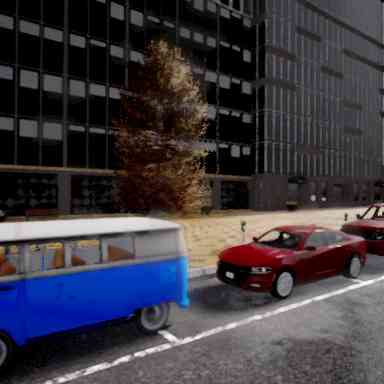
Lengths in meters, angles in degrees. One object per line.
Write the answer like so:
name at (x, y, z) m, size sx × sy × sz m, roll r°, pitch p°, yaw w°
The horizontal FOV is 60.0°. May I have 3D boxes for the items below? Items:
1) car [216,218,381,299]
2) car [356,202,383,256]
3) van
car at (2.644, 1.534, 8.440) m, size 4.507 × 1.381 × 1.887 m, roll 0°, pitch 1°, yaw -36°
car at (7.241, 1.295, 11.718) m, size 5.009 × 1.841 × 2.192 m, roll 0°, pitch 1°, yaw -36°
van at (-1.951, 1.339, 5.157) m, size 3.998 × 1.788 × 1.690 m, roll 0°, pitch 1°, yaw -36°
